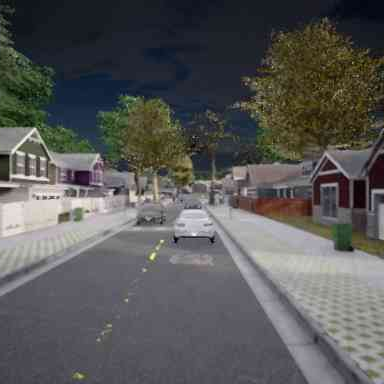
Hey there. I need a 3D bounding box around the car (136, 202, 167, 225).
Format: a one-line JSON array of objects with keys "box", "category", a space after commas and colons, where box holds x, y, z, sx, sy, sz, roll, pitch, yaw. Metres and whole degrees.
[{"box": [-2.843, 1.520, 24.019, 1.837, 1.490, 4.892, 0, 0, 0], "category": "car"}]

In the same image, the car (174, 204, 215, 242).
[{"box": [0.093, 1.533, 16.231, 1.812, 1.442, 4.674, 0, 0, 0], "category": "car"}]

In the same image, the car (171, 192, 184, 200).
[{"box": [-2.737, 0.955, 64.772, 2.150, 2.045, 5.566, 0, 0, 0], "category": "car"}]

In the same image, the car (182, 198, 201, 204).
[{"box": [0.102, 1.638, 37.823, 1.895, 1.301, 4.718, 0, 0, 0], "category": "car"}]
